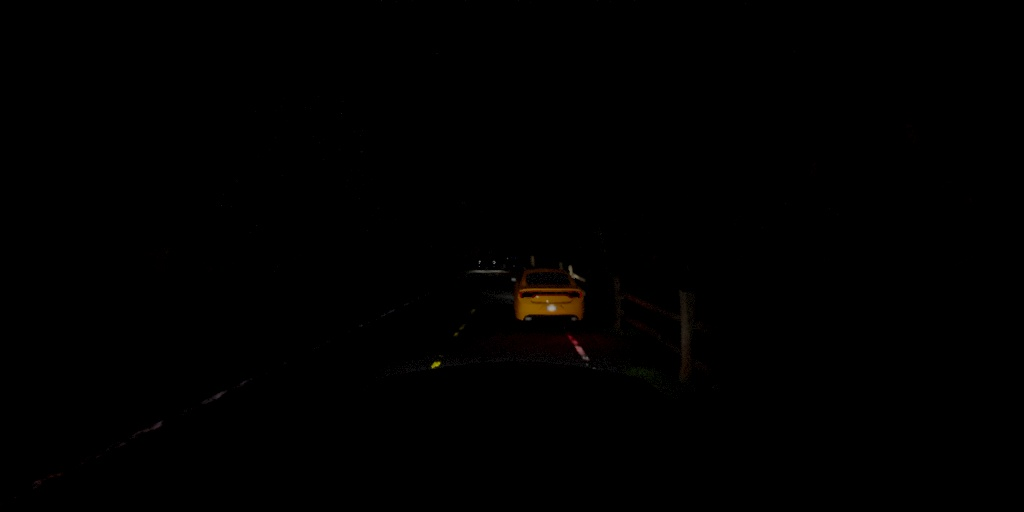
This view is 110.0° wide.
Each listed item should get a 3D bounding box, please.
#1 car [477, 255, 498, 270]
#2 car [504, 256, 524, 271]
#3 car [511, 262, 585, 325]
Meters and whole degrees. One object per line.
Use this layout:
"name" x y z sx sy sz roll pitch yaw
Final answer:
"car" -2.687 0.649 40.370 2.097 1.767 4.553 0 1 0
"car" 0.225 0.804 39.144 2.128 1.511 4.902 0 1 0
"car" 1.001 1.120 11.397 1.882 1.535 5.008 0 1 0
